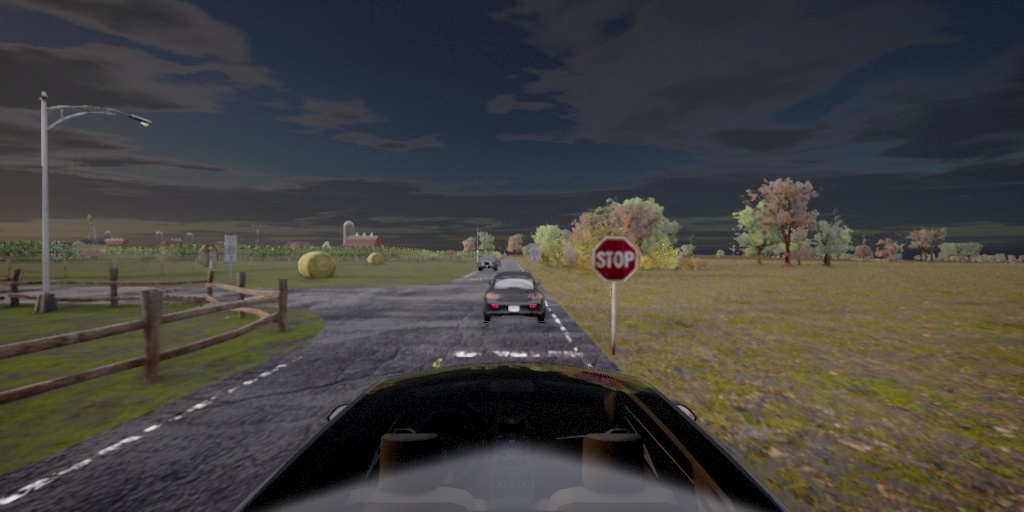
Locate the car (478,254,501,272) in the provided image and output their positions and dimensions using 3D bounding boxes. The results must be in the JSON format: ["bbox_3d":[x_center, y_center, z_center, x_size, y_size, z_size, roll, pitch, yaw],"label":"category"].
[{"bbox_3d":[-2.852,0.815,43.148,2.150,2.045,5.566,0,0,0],"label":"car"}]

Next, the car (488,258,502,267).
[{"bbox_3d":[-2.808,1.110,60.520,1.994,1.385,4.181,0,0,1],"label":"car"}]

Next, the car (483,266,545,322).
[{"bbox_3d":[0.071,1.232,11.938,1.812,1.442,4.674,0,0,0],"label":"car"}]
